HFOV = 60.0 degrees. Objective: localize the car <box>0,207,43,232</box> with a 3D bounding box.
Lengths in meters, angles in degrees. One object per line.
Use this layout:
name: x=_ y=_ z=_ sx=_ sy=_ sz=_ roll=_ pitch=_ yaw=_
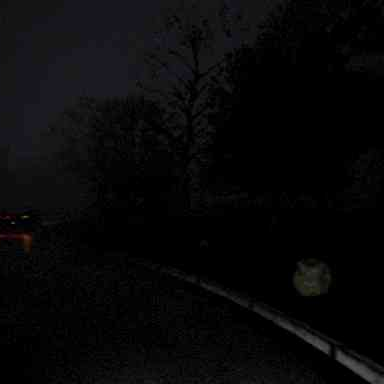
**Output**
car: x=-11.815 y=1.795 z=23.235 sx=1.882 sy=1.535 sz=5.008 roll=-1 pitch=0 yaw=-15
